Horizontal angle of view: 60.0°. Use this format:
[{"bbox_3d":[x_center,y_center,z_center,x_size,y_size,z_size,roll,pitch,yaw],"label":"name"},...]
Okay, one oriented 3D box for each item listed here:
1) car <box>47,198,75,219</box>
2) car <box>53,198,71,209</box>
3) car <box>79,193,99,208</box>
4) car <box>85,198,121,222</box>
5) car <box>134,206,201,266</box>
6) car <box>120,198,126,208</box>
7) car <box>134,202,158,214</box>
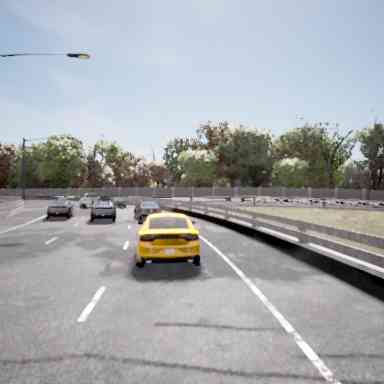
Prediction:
[{"bbox_3d":[-11.273,1.478,28.678,2.128,1.511,4.902,0,0,-16],"label":"car"},{"bbox_3d":[-18.048,1.540,46.077,1.994,1.385,4.181,0,0,-26],"label":"car"},{"bbox_3d":[-14.420,1.182,46.728,2.150,2.045,5.566,0,0,-25],"label":"car"},{"bbox_3d":[-6.982,1.466,26.258,2.128,1.511,4.902,0,0,-14],"label":"car"},{"bbox_3d":[-0.866,1.459,11.531,1.882,1.535,5.008,0,0,-6],"label":"car"},{"bbox_3d":[-10.768,1.496,47.230,2.033,1.411,5.357,0,0,-25],"label":"car"},{"bbox_3d":[-3.802,1.508,28.050,2.033,1.411,5.357,0,0,-15],"label":"car"}]
